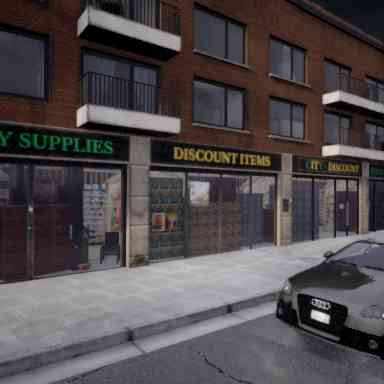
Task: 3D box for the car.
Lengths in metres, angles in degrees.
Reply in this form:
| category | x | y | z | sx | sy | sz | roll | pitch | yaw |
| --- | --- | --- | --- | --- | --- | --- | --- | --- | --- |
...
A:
| category | x | y | z | sx | sy | sz | roll | pitch | yaw |
| --- | --- | --- | --- | --- | --- | --- | --- | --- | --- |
| car | 3.419 | 1.566 | 5.829 | 4.181 | 1.385 | 1.994 | 0 | 0 | -36 |
